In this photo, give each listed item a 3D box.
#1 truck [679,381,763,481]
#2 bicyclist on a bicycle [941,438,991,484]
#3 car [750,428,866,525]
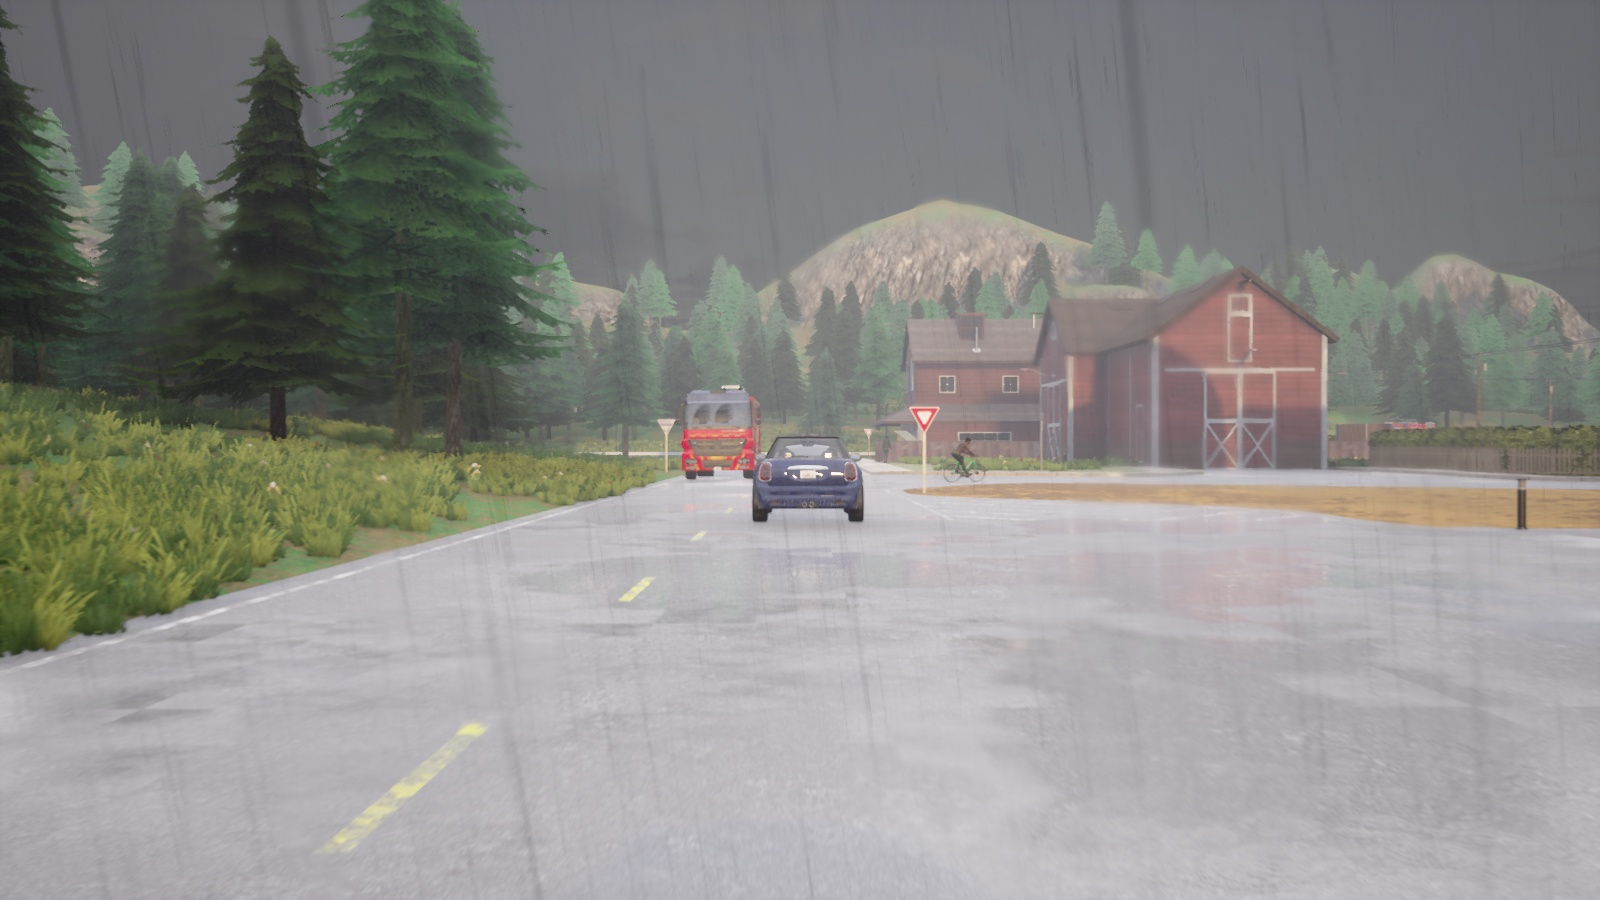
[{"bbox_3d":[-3.186,-0.736,52.707,2.891,3.827,8.468,-1,0,0],"label":"truck"},{"bbox_3d":[5.974,0.386,45.266,1.656,1.620,0.582,-1,1,-18],"label":"bicyclist on a bicycle"},{"bbox_3d":[0.158,0.464,25.059,2.097,1.767,4.553,0,0,0],"label":"car"}]
